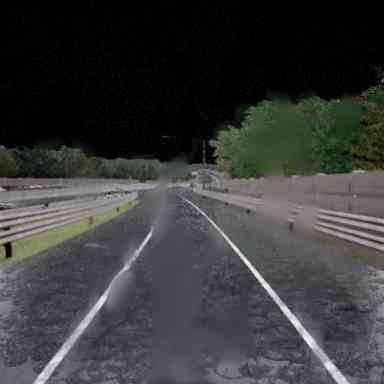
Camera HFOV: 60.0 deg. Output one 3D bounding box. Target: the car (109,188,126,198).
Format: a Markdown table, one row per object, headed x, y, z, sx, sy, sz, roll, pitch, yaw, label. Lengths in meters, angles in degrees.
| x | y | z | sx | sy | sz | roll | pitch | yaw | label |
| --- | --- | --- | --- | --- | --- | --- | --- | --- | --- |
| -13.612 | 0.120 | 61.167 | 1.837 | 1.490 | 4.892 | 1 | 3 | 10 | car |

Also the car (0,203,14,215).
| x | y | z | sx | sy | sz | roll | pitch | yaw | label |
| --- | --- | --- | --- | --- | --- | --- | --- | --- | --- |
| -19.105 | 1.681 | 31.627 | 1.837 | 1.490 | 4.892 | 1 | 4 | 10 | car |
